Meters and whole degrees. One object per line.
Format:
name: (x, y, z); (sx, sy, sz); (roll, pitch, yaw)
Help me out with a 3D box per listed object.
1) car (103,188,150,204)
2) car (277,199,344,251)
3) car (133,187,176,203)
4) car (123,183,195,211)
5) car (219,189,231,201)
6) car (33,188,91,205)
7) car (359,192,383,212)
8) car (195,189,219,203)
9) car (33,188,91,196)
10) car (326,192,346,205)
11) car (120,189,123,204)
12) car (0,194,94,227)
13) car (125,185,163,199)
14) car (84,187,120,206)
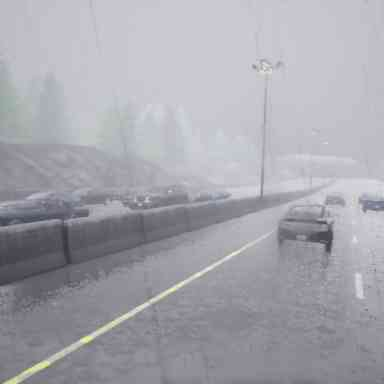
car: (-6.097, 0.322, 31.456); (1.895, 1.301, 4.718); (3, 2, 25)
car: (4.648, 1.240, 13.102); (2.128, 1.511, 4.902); (3, 2, 25)
car: (-3.977, 0.243, 36.045); (2.033, 1.411, 5.357); (3, 2, 26)
car: (-2.140, 0.417, 23.668); (2.150, 2.045, 5.566); (3, 2, 25)
car: (2.413, 0.458, 33.190); (1.882, 1.535, 5.008); (3, 2, 26)
car: (-11.211, 0.344, 29.067); (1.895, 1.301, 4.718); (3, 2, 25)
car: (16.222, 0.977, 29.502); (1.882, 1.535, 5.008); (3, 3, 26)
car: (0.236, 0.535, 28.480); (2.128, 1.511, 4.902); (3, 2, 25)
car: (-8.266, 0.692, 18.970); (1.812, 1.442, 4.674); (3, 2, 25)
car: (15.511, 0.753, 35.938); (1.812, 1.442, 4.674); (3, 3, 25)
car: (-3.910, 0.589, 28.123); (1.895, 1.301, 4.718); (3, 2, 25)
car: (-6.688, 0.960, 14.164); (1.895, 1.301, 4.718); (3, 2, 26)
car: (-5.729, -0.029, 40.438); (2.128, 1.511, 4.902); (3, 2, 26)
car: (-8.402, 0.381, 26.822); (1.882, 1.535, 5.008); (3, 2, 25)
